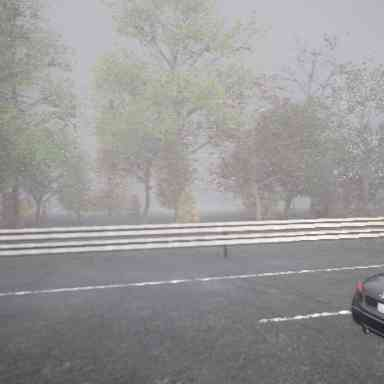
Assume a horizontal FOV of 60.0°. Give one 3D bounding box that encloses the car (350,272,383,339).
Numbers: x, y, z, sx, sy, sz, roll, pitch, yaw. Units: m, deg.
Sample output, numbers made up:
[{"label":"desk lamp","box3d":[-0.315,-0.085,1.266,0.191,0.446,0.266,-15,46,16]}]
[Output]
[{"label":"car","box3d":[4.722,1.627,5.205,4.181,1.385,1.994,-1,-2,-14]}]
